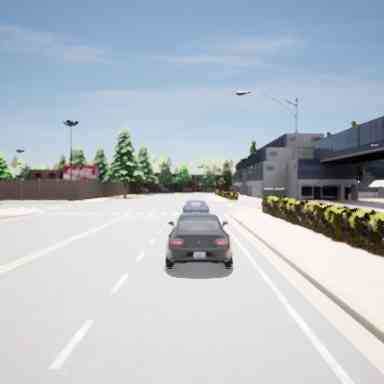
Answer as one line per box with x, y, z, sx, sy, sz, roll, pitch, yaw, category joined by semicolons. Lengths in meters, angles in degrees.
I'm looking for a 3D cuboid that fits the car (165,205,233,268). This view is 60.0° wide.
0.198;1.361;10.518;1.812;1.442;4.674;0;1;0;car

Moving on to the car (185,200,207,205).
0.251;1.213;21.364;2.033;1.411;5.357;0;1;1;car
